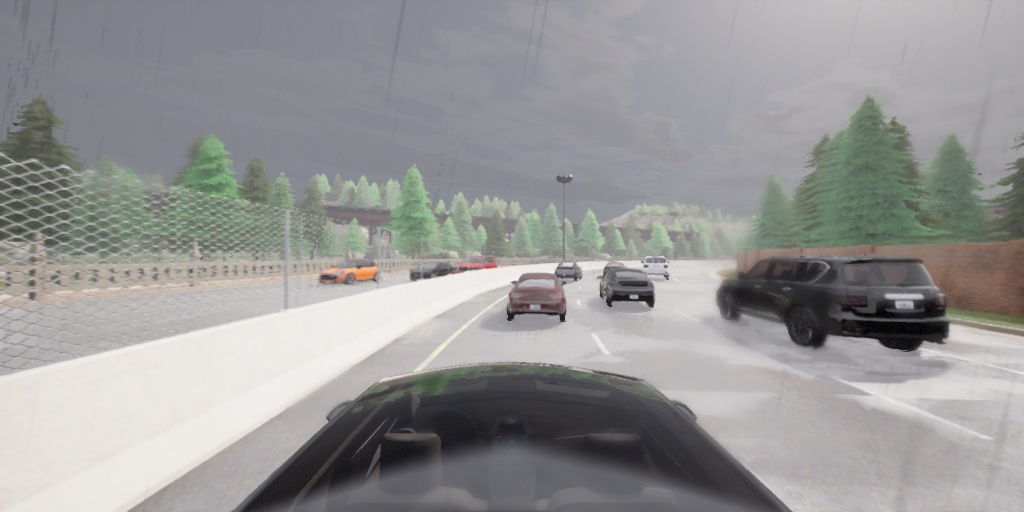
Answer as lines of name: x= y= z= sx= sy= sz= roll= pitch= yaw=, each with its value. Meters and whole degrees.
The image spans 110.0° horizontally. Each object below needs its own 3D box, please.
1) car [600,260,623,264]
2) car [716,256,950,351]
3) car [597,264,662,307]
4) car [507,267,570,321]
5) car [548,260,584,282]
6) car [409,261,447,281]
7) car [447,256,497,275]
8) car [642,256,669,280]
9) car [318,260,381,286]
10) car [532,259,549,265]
car: x=9.641 y=1.290 z=33.345 sx=1.882 sy=1.535 sz=5.008 roll=0 pitch=0 yaw=20
car: x=7.571 y=1.010 z=9.357 sx=2.150 sy=2.045 sz=5.566 roll=0 pitch=0 yaw=5
car: x=4.939 y=1.286 z=15.793 sx=1.837 sy=1.490 sz=4.892 roll=0 pitch=0 yaw=9
car: x=0.917 y=1.286 z=12.407 sx=1.812 sy=1.442 sz=4.674 roll=0 pitch=0 yaw=7
car: x=4.763 y=1.280 z=29.912 sx=2.128 sy=1.511 sz=4.902 roll=0 pitch=0 yaw=18
car: x=-6.523 y=1.215 z=29.483 sx=1.882 sy=1.535 sz=5.008 roll=0 pitch=0 yaw=16
car: x=-2.921 y=0.975 z=29.484 sx=2.150 sy=2.045 sz=5.566 roll=0 pitch=0 yaw=16
car: x=13.240 y=1.050 z=33.083 sx=2.150 sy=2.045 sz=5.566 roll=0 pitch=0 yaw=21
car: x=-11.213 y=1.065 z=25.106 sx=2.097 sy=1.767 sz=4.553 roll=0 pitch=0 yaw=14
car: x=5.254 y=1.302 z=62.893 sx=2.128 sy=1.511 sz=4.902 roll=0 pitch=0 yaw=34
